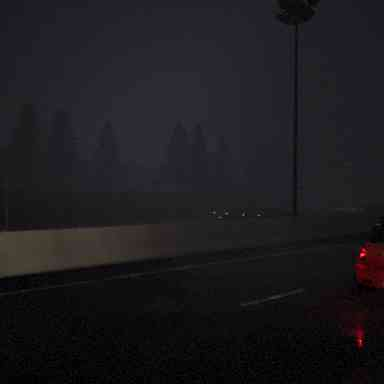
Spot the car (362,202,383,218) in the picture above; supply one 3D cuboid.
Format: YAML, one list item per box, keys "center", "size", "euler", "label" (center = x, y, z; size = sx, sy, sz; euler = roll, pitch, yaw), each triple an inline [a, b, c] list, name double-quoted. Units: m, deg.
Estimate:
- center: [20.038, 1.949, 36.263]
  size: [1.882, 1.535, 5.008]
  euler: [0, -1, 37]
  label: "car"

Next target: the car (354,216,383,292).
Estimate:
- center: [5.968, 1.471, 8.063]
  size: [4.553, 1.767, 2.097]
  euler: [1, -1, -36]
  label: "car"

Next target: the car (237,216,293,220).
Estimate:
- center: [5.999, 1.853, 26.198]
  size: [4.718, 1.301, 1.895]
  euler: [1, -1, -42]
  label: "car"

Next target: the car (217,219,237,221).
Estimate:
- center: [3.935, 1.853, 29.029]
  size: [4.718, 1.301, 1.895]
  euler: [1, -1, -42]
  label: "car"
